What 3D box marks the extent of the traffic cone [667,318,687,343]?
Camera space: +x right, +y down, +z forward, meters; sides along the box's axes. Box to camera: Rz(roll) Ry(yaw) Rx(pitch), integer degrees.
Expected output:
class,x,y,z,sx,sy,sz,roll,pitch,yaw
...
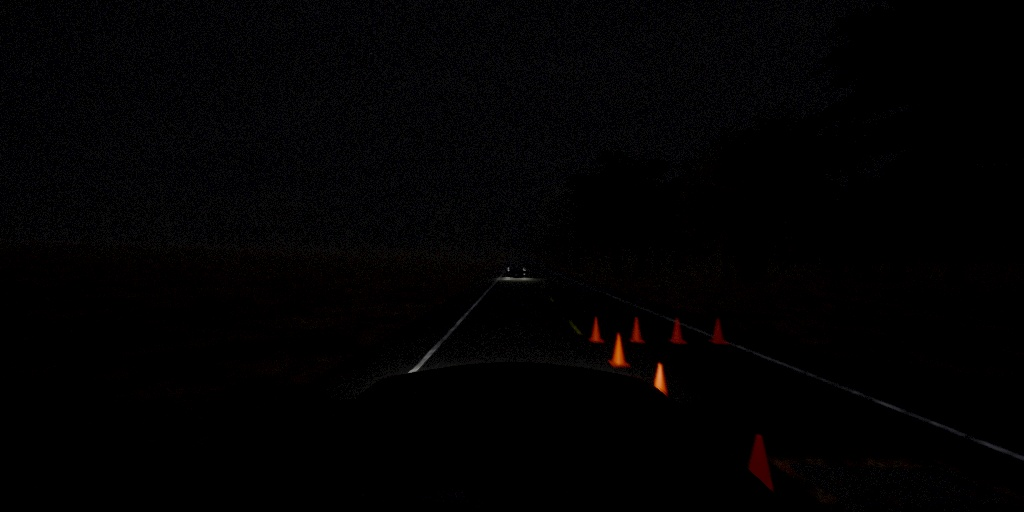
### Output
class,x,y,z,sx,sy,sz,roll,pitch,yaw
traffic cone,4.077,1.821,8.863,0.340,0.580,0.340,0,0,1

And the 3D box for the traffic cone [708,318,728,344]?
class,x,y,z,sx,sy,sz,roll,pitch,yaw
traffic cone,5.077,1.832,8.848,0.340,0.580,0.340,0,0,1

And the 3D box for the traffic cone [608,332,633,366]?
class,x,y,z,sx,sy,sz,roll,pitch,yaw
traffic cone,2.049,1.779,6.893,0.340,0.580,0.340,0,0,1

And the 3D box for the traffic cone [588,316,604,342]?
class,x,y,z,sx,sy,sz,roll,pitch,yaw
traffic cone,2.078,1.798,8.892,0.340,0.580,0.340,0,0,1

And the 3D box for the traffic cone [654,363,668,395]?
class,x,y,z,sx,sy,sz,roll,pitch,yaw
traffic cone,2.020,1.759,4.893,0.340,0.580,0.340,0,0,1

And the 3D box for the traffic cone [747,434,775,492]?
class,x,y,z,sx,sy,sz,roll,pitch,yaw
traffic cone,1.991,1.740,2.893,0.340,0.580,0.340,0,0,1

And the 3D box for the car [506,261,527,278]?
class,x,y,z,sx,sy,sz,roll,pitch,yaw
car,0.503,1.352,38.394,2.097,1.767,4.553,1,0,1

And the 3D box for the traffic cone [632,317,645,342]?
class,x,y,z,sx,sy,sz,roll,pitch,yaw
traffic cone,3.077,1.809,8.877,0.340,0.580,0.340,0,0,1
